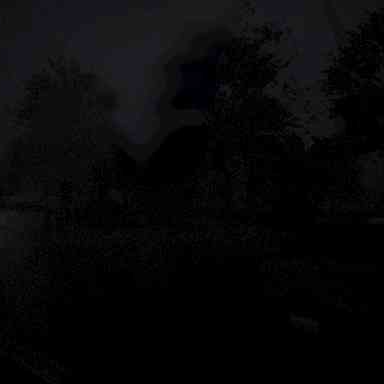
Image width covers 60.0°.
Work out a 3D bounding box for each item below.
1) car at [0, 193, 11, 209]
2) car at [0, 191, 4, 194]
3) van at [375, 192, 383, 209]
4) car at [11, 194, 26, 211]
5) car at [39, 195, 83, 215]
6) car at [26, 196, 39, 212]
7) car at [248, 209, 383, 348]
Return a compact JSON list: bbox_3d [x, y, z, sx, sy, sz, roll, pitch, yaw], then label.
[{"bbox_3d":[-18.296,1.160,37.109,2.002,1.452,4.674,2,1,36],"label":"car"},{"bbox_3d":[-20.643,1.052,38.589,1.946,1.575,5.366,2,1,36],"label":"car"},{"bbox_3d":[10.335,0.933,16.479,1.878,1.987,4.442,1,1,36],"label":"van"},{"bbox_3d":[-16.071,1.214,35.460,2.163,1.488,4.792,2,1,36],"label":"car"},{"bbox_3d":[-11.675,1.310,32.296,2.097,1.535,5.008,2,1,36],"label":"car"},{"bbox_3d":[-13.893,1.120,33.952,2.185,1.767,4.553,2,1,36],"label":"car"},{"bbox_3d":[2.759,1.194,5.936,2.163,1.488,4.792,1,1,36],"label":"car"}]
